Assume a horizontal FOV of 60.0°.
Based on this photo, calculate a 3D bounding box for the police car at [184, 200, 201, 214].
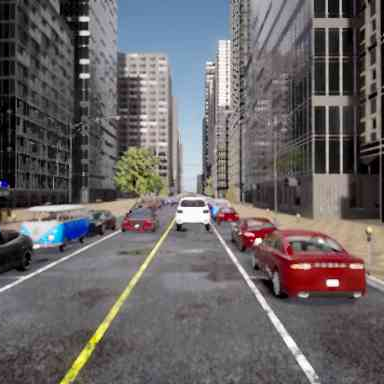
[{"bbox_3d":[0.055,1.859,41.612,2.038,1.542,4.974,0,0,0],"label":"police car"}]

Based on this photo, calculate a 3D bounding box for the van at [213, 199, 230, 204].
[{"bbox_3d":[2.656,1.611,31.250,1.690,1.788,3.998,0,0,0],"label":"van"}]

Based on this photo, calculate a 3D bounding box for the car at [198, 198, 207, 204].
[{"bbox_3d":[2.602,2.230,82.263,1.947,1.339,4.313,0,0,0],"label":"car"}]

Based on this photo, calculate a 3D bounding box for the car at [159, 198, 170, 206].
[{"bbox_3d":[-5.767,2.024,70.916,1.967,1.590,4.097,0,0,0],"label":"car"}]

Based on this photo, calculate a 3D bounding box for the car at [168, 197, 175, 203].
[{"bbox_3d":[-5.791,2.266,93.421,1.752,1.417,4.829,0,0,0],"label":"car"}]

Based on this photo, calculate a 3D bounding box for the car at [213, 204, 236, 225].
[{"bbox_3d":[2.662,1.806,25.580,1.802,1.307,4.206,0,0,0],"label":"car"}]

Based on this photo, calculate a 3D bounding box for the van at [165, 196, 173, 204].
[{"bbox_3d":[-5.778,2.006,82.255,1.690,1.788,3.998,0,0,0],"label":"van"}]

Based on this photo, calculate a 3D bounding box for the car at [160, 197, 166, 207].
[{"bbox_3d":[-5.749,1.997,53.910,1.887,1.381,4.507,0,0,0],"label":"car"}]

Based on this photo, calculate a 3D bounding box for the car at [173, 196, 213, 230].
[{"bbox_3d":[0.074,1.420,22.944,2.150,2.045,5.566,0,-1,0],"label":"car"}]

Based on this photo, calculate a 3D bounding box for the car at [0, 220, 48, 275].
[{"bbox_3d":[-5.700,1.645,8.565,1.947,1.339,4.313,0,-1,0],"label":"car"}]

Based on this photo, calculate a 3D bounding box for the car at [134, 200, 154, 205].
[{"bbox_3d":[-5.730,1.882,36.907,1.947,1.339,4.313,0,0,0],"label":"car"}]

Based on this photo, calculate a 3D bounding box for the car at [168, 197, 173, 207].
[{"bbox_3d":[-3.099,2.119,62.265,1.895,1.301,4.718,0,0,1],"label":"car"}]

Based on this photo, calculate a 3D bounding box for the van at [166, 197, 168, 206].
[{"bbox_3d":[-5.755,1.838,59.581,1.690,1.788,3.998,0,0,0],"label":"van"}]

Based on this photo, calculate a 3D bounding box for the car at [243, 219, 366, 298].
[{"bbox_3d":[2.680,1.623,8.574,1.887,1.381,4.507,0,-1,0],"label":"car"}]

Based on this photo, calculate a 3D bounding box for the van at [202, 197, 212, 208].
[{"bbox_3d":[2.626,1.838,59.589,1.690,1.788,3.998,0,0,0],"label":"van"}]

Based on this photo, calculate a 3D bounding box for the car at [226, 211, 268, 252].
[{"bbox_3d":[2.674,1.711,14.241,1.802,1.307,4.206,0,0,0],"label":"car"}]

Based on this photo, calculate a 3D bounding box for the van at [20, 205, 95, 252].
[{"bbox_3d":[-5.706,1.471,14.234,1.690,1.788,3.998,0,-1,0],"label":"van"}]

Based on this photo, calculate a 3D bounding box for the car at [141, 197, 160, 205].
[{"bbox_3d":[-5.736,1.677,42.577,2.192,1.841,5.009,0,0,0],"label":"car"}]

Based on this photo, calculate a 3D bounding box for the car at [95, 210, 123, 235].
[{"bbox_3d":[-5.712,1.745,19.902,1.947,1.339,4.313,0,0,0],"label":"car"}]

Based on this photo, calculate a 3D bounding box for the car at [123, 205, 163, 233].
[{"bbox_3d":[-3.122,1.751,20.878,1.994,1.385,4.181,0,0,0],"label":"car"}]

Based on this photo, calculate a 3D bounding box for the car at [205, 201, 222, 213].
[{"bbox_3d":[2.644,1.906,42.584,1.887,1.381,4.507,0,0,0],"label":"car"}]

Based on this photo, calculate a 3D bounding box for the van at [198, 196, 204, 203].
[{"bbox_3d":[2.590,2.082,93.601,1.690,1.788,3.998,0,0,0],"label":"van"}]
